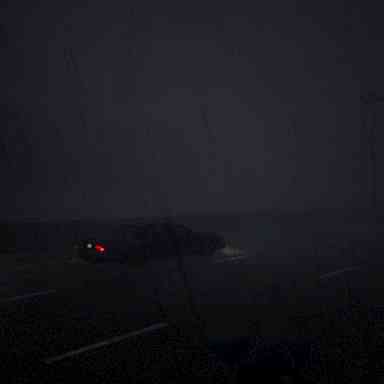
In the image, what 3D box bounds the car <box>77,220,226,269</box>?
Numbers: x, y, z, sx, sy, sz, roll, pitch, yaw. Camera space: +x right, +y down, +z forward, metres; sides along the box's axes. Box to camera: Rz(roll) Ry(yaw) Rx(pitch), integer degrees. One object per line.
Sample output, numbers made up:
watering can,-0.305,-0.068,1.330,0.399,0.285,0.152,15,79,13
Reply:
car,-1.236,1.735,11.932,5.357,1.411,2.033,0,-1,-39
